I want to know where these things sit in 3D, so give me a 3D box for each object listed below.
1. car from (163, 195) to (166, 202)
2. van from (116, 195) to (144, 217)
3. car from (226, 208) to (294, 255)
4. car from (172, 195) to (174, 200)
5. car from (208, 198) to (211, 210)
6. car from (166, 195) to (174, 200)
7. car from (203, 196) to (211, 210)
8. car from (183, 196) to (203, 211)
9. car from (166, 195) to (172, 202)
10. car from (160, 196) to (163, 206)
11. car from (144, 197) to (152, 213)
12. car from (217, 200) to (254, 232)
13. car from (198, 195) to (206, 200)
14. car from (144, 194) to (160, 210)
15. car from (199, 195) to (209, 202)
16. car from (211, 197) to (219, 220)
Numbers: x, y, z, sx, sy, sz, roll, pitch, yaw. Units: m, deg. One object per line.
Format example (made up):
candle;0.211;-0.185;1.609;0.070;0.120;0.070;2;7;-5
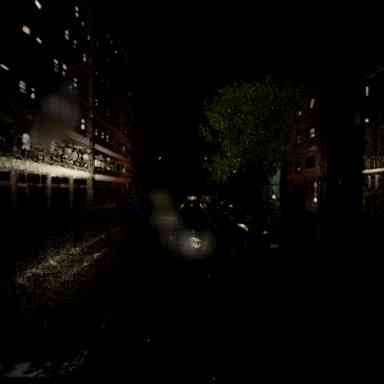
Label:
car;-5.712;1.461;52.885;2.008;1.369;4.403;0;0;0
van;-5.704;1.280;30.098;1.690;1.788;3.998;0;0;0
car;2.685;1.523;13.009;2.008;1.369;4.403;0;0;0
car;-5.721;1.441;75.673;1.887;1.381;4.507;0;0;0
car;2.678;1.521;30.100;1.802;1.307;4.206;0;0;0
car;-5.726;1.460;87.065;1.947;1.339;4.313;0;0;0
car;2.673;1.473;41.493;2.008;1.369;4.403;0;0;0
car;-0.015;1.488;40.191;1.994;1.385;4.181;0;0;0
car;-5.720;1.424;69.806;1.752;1.417;4.829;0;0;0
car;-5.710;1.482;47.189;1.947;1.339;4.313;0;0;0
car;-5.705;1.512;35.795;1.802;1.307;4.206;0;0;0
car;2.682;1.401;18.706;1.967;1.590;4.097;0;0;0
car;2.654;1.439;87.066;1.887;1.381;4.507;0;0;0
car;-5.708;1.237;41.491;2.192;1.841;5.009;0;0;0
car;2.659;1.447;75.674;2.008;1.369;4.403;0;0;0
car;2.680;1.389;24.402;1.967;1.590;4.097;0;0;0
